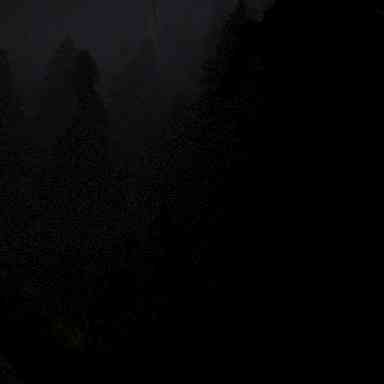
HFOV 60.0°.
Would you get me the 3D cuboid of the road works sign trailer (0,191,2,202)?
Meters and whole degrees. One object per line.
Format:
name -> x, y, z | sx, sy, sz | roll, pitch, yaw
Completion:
road works sign trailer -> -10.008, 0.961, 15.834 | 2.880, 2.380, 3.560 | 47, -25, -28
